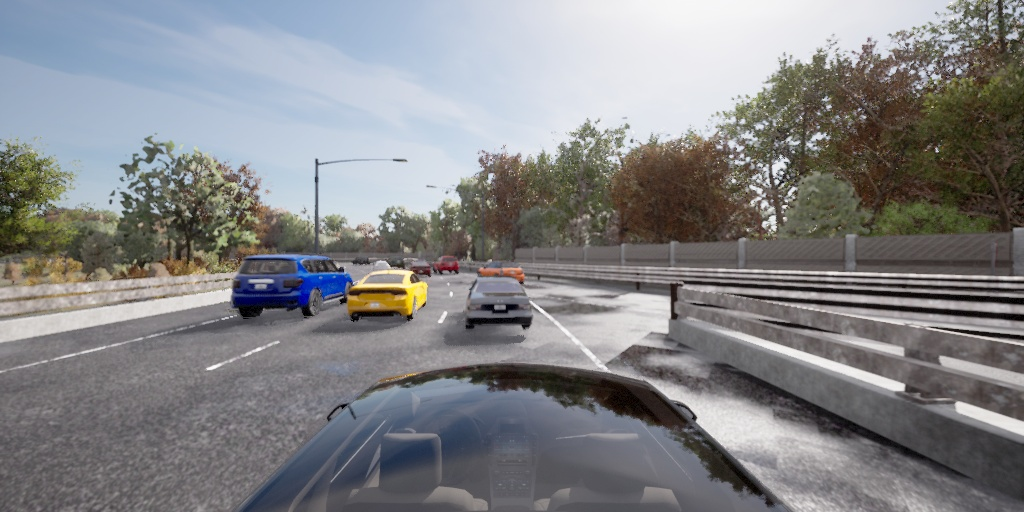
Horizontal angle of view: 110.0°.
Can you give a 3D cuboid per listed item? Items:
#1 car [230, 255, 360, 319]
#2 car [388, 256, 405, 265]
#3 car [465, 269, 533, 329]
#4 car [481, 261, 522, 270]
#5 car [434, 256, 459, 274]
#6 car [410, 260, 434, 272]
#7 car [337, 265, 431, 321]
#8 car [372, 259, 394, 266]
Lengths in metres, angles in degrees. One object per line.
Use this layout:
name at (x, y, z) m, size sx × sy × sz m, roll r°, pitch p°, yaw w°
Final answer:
car at (-7.714, 0.997, 13.226) m, size 2.150 × 2.045 × 5.566 m, roll 0°, pitch 0°, yaw -7°
car at (-18.338, 1.089, 56.096) m, size 2.150 × 2.045 × 5.566 m, roll 0°, pitch 0°, yaw -29°
car at (-0.512, 1.318, 11.338) m, size 2.033 × 1.411 × 5.357 m, roll 0°, pitch 0°, yaw -5°
car at (-0.940, 1.155, 26.353) m, size 2.097 × 1.767 × 4.553 m, roll 0°, pitch 0°, yaw -27°
car at (-7.799, 1.060, 42.089) m, size 2.150 × 2.045 × 5.566 m, roll 0°, pitch 0°, yaw -22°
car at (-9.296, 1.301, 35.953) m, size 1.882 × 1.535 × 5.008 m, roll 0°, pitch 0°, yaw -18°
car at (-4.172, 1.251, 12.685) m, size 1.882 × 1.535 × 5.008 m, roll 0°, pitch 0°, yaw -6°
car at (-15.247, 1.362, 41.873) m, size 1.812 × 1.442 × 4.674 m, roll 0°, pitch 0°, yaw -22°
